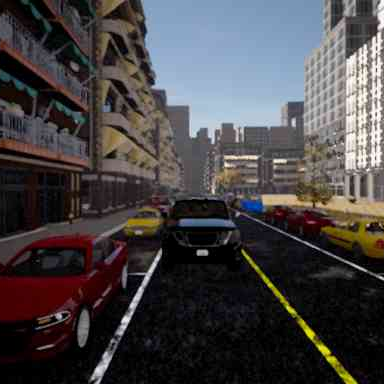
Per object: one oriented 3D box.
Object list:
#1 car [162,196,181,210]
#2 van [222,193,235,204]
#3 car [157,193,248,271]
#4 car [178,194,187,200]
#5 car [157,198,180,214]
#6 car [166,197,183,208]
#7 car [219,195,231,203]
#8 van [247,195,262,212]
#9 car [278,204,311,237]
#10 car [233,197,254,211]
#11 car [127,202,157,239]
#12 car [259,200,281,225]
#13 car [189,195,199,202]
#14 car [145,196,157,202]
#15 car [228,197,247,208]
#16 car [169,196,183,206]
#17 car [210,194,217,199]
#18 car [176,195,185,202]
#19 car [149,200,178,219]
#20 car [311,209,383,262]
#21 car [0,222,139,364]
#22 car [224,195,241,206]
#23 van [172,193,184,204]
[{"bbox_3d":[-2.320,1.259,39.250,1.967,1.590,4.097,0,0,0],"label":"car"},{"bbox_3d":[6.068,1.101,55.827,1.690,1.788,3.998,0,0,0],"label":"van"},{"bbox_3d":[0.262,1.169,11.094,2.150,2.045,5.566,0,0,0],"label":"car"},{"bbox_3d":[-2.299,1.243,77.937,1.947,1.339,4.313,0,0,0],"label":"car"},{"bbox_3d":[-2.322,1.393,33.725,2.008,1.369,4.403,0,0,0],"label":"car"},{"bbox_3d":[-2.316,1.363,44.778,1.947,1.339,4.313,0,0,0],"label":"car"},{"bbox_3d":[6.072,1.264,61.523,1.752,1.417,4.829,0,0,0],"label":"car"},{"bbox_3d":[6.057,1.188,33.719,1.690,1.788,3.998,0,0,0],"label":"van"},{"bbox_3d":[6.049,1.503,17.141,1.802,1.307,4.206,0,0,0],"label":"car"},{"bbox_3d":[6.061,1.349,39.416,1.752,1.417,4.829,0,0,0],"label":"car"},{"bbox_3d":[-2.332,1.442,16.976,1.752,1.417,4.829,0,0,0],"label":"car"},{"bbox_3d":[6.052,1.478,22.667,1.802,1.307,4.206,0,0,0],"label":"car"},{"bbox_3d":[0.391,1.276,68.133,1.994,1.385,4.181,0,0,0],"label":"car"},{"bbox_3d":[-2.330,1.206,22.670,2.192,1.841,5.009,0,0,0],"label":"car"},{"bbox_3d":[6.064,1.368,44.774,1.947,1.339,4.313,0,0,0],"label":"car"},{"bbox_3d":[-2.314,1.320,50.304,1.887,1.381,4.507,0,0,0],"label":"car"},{"bbox_3d":[6.090,1.175,94.513,1.887,1.381,4.507,0,0,0],"label":"car"},{"bbox_3d":[-2.305,1.297,66.884,1.802,1.307,4.206,0,0,0],"label":"car"},{"bbox_3d":[-2.325,1.417,28.199,2.008,1.369,4.403,0,0,0],"label":"car"},{"bbox_3d":[6.046,1.472,11.784,1.752,1.417,4.829,0,0,0],"label":"car"},{"bbox_3d":[-2.337,1.513,6.092,1.887,1.381,4.507,0,0,0],"label":"car"},{"bbox_3d":[6.066,1.221,50.299,1.967,1.590,4.097,0,0,0],"label":"car"},{"bbox_3d":[-2.312,1.096,55.831,1.690,1.788,3.998,0,0,0],"label":"van"}]
